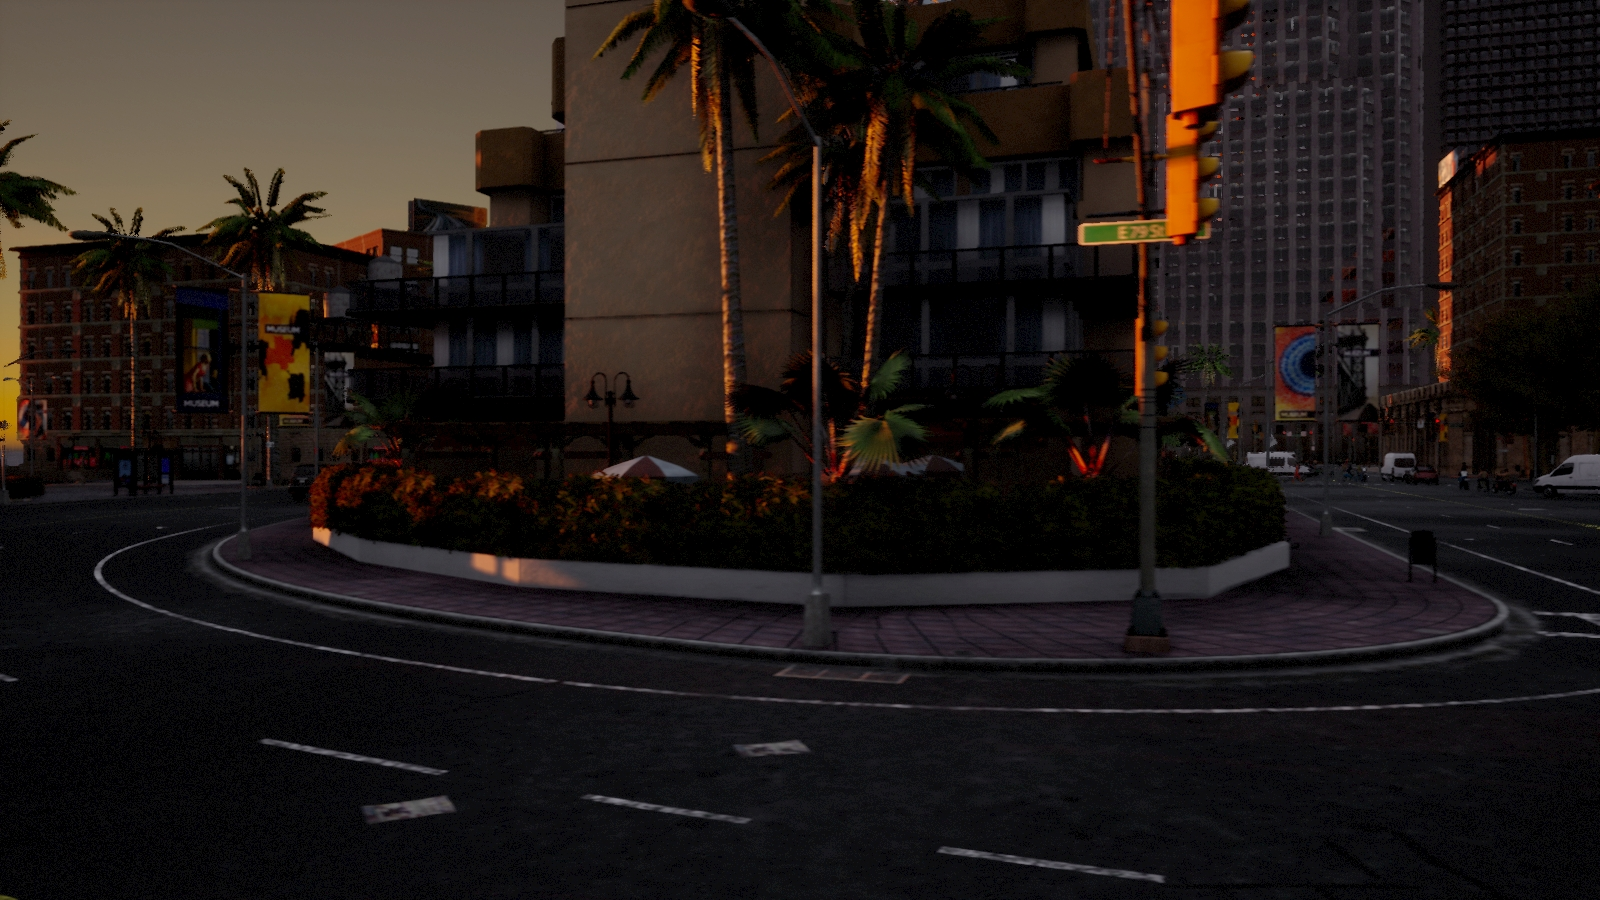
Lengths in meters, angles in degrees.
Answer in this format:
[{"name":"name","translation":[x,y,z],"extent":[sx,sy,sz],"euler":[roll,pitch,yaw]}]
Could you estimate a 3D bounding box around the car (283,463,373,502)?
[{"name":"car","translation":[-26.527,1.789,64.487],"extent":[2.150,2.045,5.566],"euler":[0,0,9]}]
